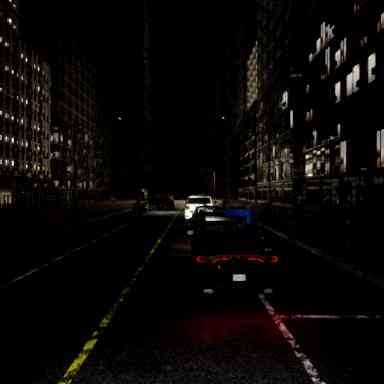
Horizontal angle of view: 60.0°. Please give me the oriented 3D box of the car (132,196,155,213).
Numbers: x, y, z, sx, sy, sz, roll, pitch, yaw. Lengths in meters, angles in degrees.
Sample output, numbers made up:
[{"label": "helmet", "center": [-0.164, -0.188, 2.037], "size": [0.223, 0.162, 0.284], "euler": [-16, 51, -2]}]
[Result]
[{"label": "car", "center": [-5.695, 1.528, 37.904], "size": [1.752, 1.417, 4.829], "euler": [0, 0, 0]}]

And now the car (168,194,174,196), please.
[{"label": "car", "center": [-5.699, 1.324, 72.083], "size": [2.192, 1.841, 5.009], "euler": [0, 0, 0]}]

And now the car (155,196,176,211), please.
[{"label": "car", "center": [-3.003, 1.529, 40.012], "size": [1.812, 1.442, 4.674], "euler": [0, 0, 0]}]

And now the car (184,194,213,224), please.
[{"label": "car", "center": [0.658, 1.225, 24.913], "size": [2.150, 2.045, 5.566], "euler": [0, 0, 4]}]

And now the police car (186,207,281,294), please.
[{"label": "police car", "center": [0.900, 1.425, 8.913], "size": [1.930, 1.638, 5.238], "euler": [0, 0, 0]}]

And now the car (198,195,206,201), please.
[{"label": "car", "center": [2.680, 1.557, 89.086], "size": [1.887, 1.381, 4.507], "euler": [0, 0, 0]}]

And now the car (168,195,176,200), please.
[{"label": "car", "center": [-5.701, 1.579, 94.754], "size": [1.947, 1.339, 4.313], "euler": [0, 0, 0]}]

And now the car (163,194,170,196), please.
[{"label": "car", "center": [-5.697, 1.558, 60.746], "size": [2.008, 1.369, 4.403], "euler": [0, 0, 0]}]

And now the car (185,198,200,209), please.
[{"label": "car", "center": [0.014, 1.568, 46.199], "size": [1.994, 1.385, 4.181], "euler": [0, 0, 0]}]

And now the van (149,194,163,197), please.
[{"label": "van", "center": [-5.697, 1.346, 49.411], "size": [1.690, 1.788, 3.998], "euler": [0, 0, 0]}]

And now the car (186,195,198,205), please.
[{"label": "car", "center": [-0.006, 1.359, 60.130], "size": [2.097, 1.767, 4.553], "euler": [0, 0, 0]}]

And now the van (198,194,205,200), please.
[{"label": "van", "center": [2.679, 1.354, 94.754], "size": [1.690, 1.788, 3.998], "euler": [0, 0, 0]}]

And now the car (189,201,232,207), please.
[{"label": "car", "center": [0.899, 1.479, 18.804], "size": [1.882, 1.535, 5.008], "euler": [0, 0, 0]}]

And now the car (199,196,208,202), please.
[{"label": "car", "center": [2.681, 1.555, 77.750], "size": [1.887, 1.381, 4.507], "euler": [0, 0, 0]}]

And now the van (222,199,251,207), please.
[{"label": "van", "center": [2.686, 1.342, 21.070], "size": [1.690, 1.788, 3.998], "euler": [0, 0, 0]}]

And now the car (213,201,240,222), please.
[{"label": "car", "center": [2.686, 1.527, 26.908], "size": [1.752, 1.417, 4.829], "euler": [0, 0, 0]}]

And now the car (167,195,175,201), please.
[{"label": "car", "center": [-5.701, 1.557, 89.087], "size": [1.887, 1.381, 4.507], "euler": [0, 0, 0]}]

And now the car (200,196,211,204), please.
[{"label": "car", "center": [2.682, 1.559, 66.414], "size": [2.008, 1.369, 4.403], "euler": [0, 0, 0]}]
